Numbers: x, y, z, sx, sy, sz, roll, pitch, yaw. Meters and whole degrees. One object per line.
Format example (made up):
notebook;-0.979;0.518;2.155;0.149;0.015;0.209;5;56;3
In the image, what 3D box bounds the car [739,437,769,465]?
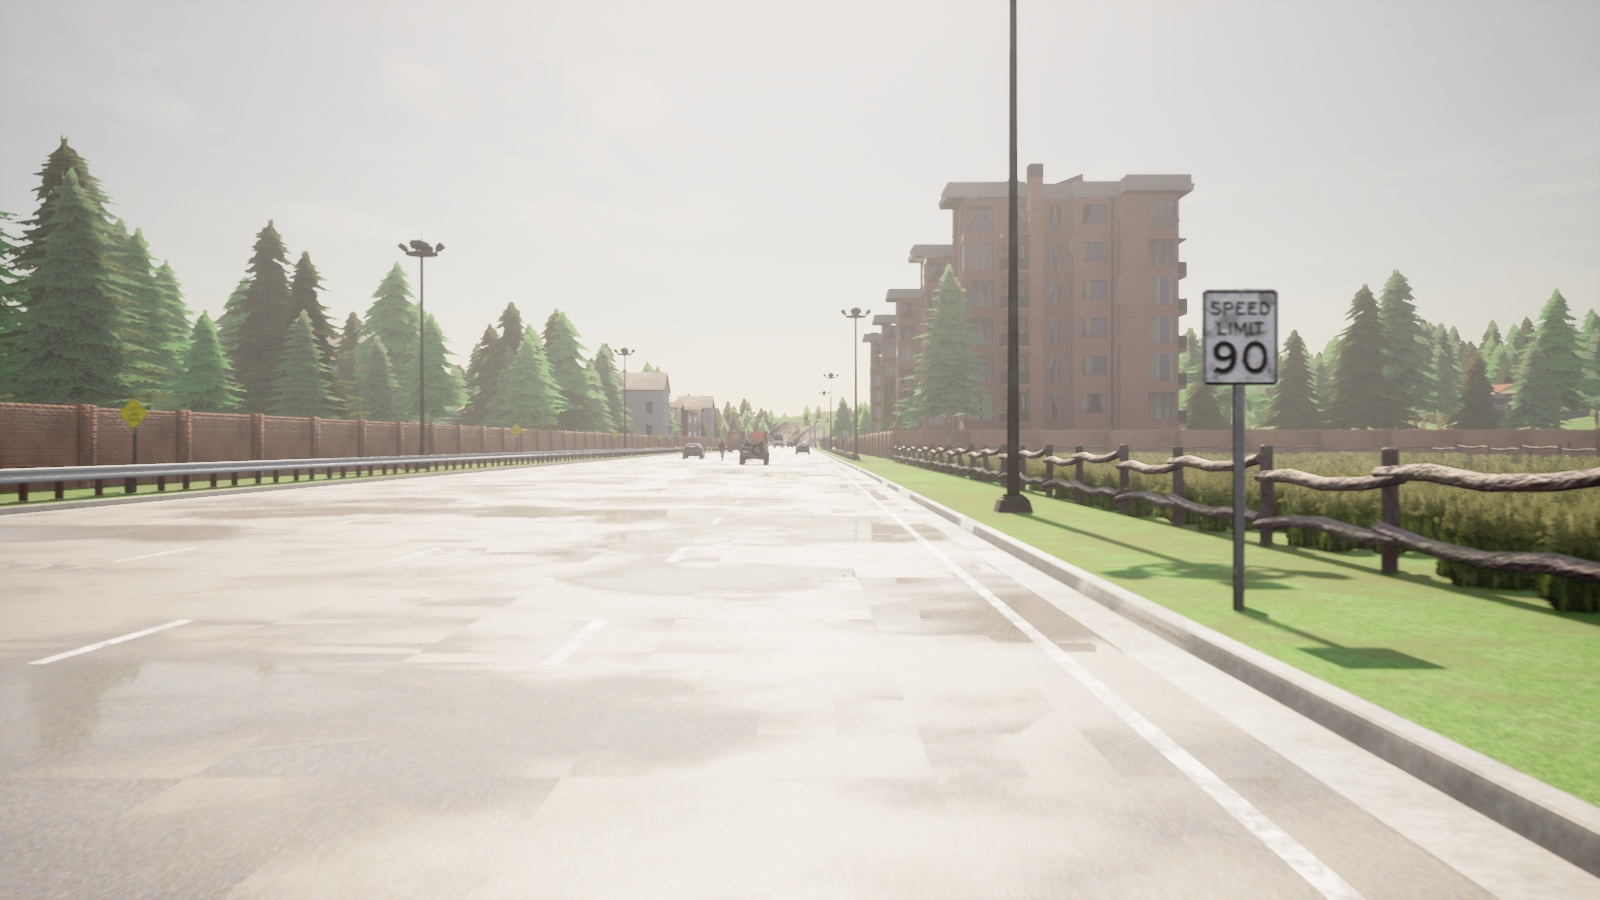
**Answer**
car;-3.146;0.070;87.039;1.932;1.855;4.605;0;0;0
